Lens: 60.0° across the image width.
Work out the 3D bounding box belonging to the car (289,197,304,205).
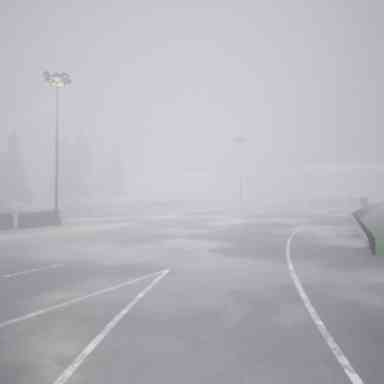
[{"bbox_3d":[21.167,1.766,67.239,2.097,1.767,4.553,-1,-1,32],"label":"car"}]

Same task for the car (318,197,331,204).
[{"bbox_3d":[29.524,1.804,73.853,1.837,1.490,4.892,-1,-1,32],"label":"car"}]

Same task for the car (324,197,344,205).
[{"bbox_3d":[27.108,1.832,63.533,1.994,1.385,4.181,-1,-1,32],"label":"car"}]

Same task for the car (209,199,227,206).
[{"bbox_3d":[5.415,2.215,68.552,1.994,1.385,4.181,-1,-1,32],"label":"car"}]

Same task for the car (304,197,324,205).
[{"bbox_3d":[23.931,1.843,65.061,1.837,1.490,4.892,-1,-1,32],"label":"car"}]

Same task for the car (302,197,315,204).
[{"bbox_3d":[26.573,1.923,75.730,1.994,1.385,4.181,-1,-1,32],"label":"car"}]

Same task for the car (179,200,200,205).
[{"bbox_3d":[0.150,2.077,53.859,1.812,1.442,4.674,-1,-1,33],"label":"car"}]

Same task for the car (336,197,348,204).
[{"bbox_3d":[32.477,1.762,71.974,1.812,1.442,4.674,-1,-1,32],"label":"car"}]

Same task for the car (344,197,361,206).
[{"bbox_3d":[29.836,1.714,61.304,1.837,1.490,4.892,-1,-1,32],"label":"car"}]
